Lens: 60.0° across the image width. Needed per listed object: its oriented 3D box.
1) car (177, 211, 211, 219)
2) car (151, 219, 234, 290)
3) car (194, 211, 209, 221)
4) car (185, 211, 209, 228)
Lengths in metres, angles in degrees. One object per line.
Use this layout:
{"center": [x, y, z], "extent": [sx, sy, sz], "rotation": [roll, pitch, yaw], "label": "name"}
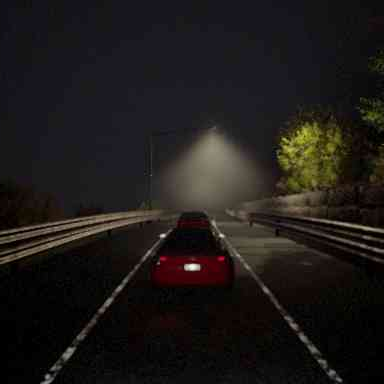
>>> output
{"center": [0.123, 1.898, 19.915], "extent": [1.882, 1.535, 5.008], "rotation": [0, -2, 1], "label": "car"}
{"center": [0.013, 1.670, 9.364], "extent": [1.994, 1.385, 4.181], "rotation": [0, -1, 0], "label": "car"}
{"center": [1.402, 3.288, 45.967], "extent": [1.895, 1.301, 4.718], "rotation": [0, -3, 4], "label": "car"}
{"center": [0.534, 2.466, 30.517], "extent": [2.033, 1.411, 5.357], "rotation": [0, -3, 2], "label": "car"}
